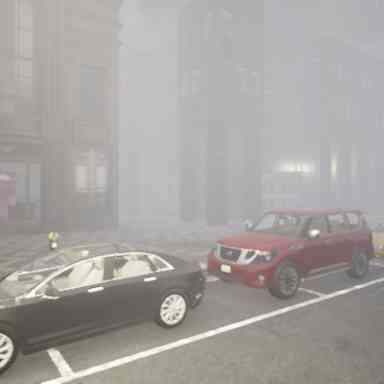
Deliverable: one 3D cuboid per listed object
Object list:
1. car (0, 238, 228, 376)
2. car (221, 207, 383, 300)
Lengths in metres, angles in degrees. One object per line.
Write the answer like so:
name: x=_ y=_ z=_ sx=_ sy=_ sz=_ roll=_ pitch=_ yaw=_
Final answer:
car: x=-1.786 y=1.560 z=5.376 sx=4.403 sy=1.369 sz=2.008 roll=0 pitch=0 yaw=-36
car: x=2.776 y=1.344 z=8.658 sx=5.009 sy=1.841 sz=2.192 roll=0 pitch=0 yaw=-36
